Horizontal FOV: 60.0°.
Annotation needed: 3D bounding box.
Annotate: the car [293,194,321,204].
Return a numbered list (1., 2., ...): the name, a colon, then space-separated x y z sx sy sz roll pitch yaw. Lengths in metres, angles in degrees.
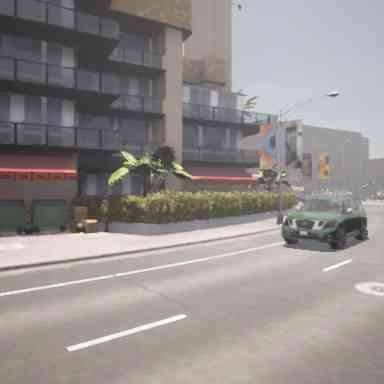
1. car: 18.403 1.149 53.645 1.882 1.535 5.008 0 0 -14

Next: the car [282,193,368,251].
1. car: 6.082 1.225 14.765 2.150 2.045 5.566 0 0 41

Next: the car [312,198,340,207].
1. car: 21.806 1.622 54.467 1.895 1.301 4.718 0 0 -14
